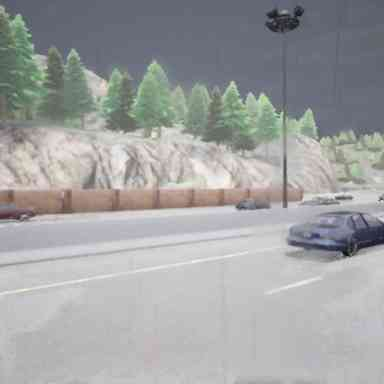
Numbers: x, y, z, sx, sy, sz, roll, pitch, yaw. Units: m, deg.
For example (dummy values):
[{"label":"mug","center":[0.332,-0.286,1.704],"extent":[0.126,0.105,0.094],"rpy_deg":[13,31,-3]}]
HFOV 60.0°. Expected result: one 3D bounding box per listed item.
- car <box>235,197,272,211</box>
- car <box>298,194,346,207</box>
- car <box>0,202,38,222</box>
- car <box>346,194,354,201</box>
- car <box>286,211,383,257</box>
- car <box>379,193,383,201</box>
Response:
[{"label":"car","center":[6.506,1.273,35.196],"extent":[4.181,1.385,1.994],"rpy_deg":[-1,0,-38]},{"label":"car","center":[11.546,1.185,30.259],"extent":[4.902,1.511,2.128],"rpy_deg":[-1,1,-39]},{"label":"car","center":[-13.832,1.496,24.251],"extent":[4.674,1.442,1.812],"rpy_deg":[-1,0,-36]},{"label":"car","center":[27.126,0.960,59.169],"extent":[1.895,1.301,4.718],"rpy_deg":[0,0,41]},{"label":"car","center":[5.762,1.414,12.332],"extent":[5.357,1.411,2.033],"rpy_deg":[-1,1,-37]},{"label":"car","center":[31.764,0.857,53.870],"extent":[1.837,1.490,4.892],"rpy_deg":[0,0,42]}]
